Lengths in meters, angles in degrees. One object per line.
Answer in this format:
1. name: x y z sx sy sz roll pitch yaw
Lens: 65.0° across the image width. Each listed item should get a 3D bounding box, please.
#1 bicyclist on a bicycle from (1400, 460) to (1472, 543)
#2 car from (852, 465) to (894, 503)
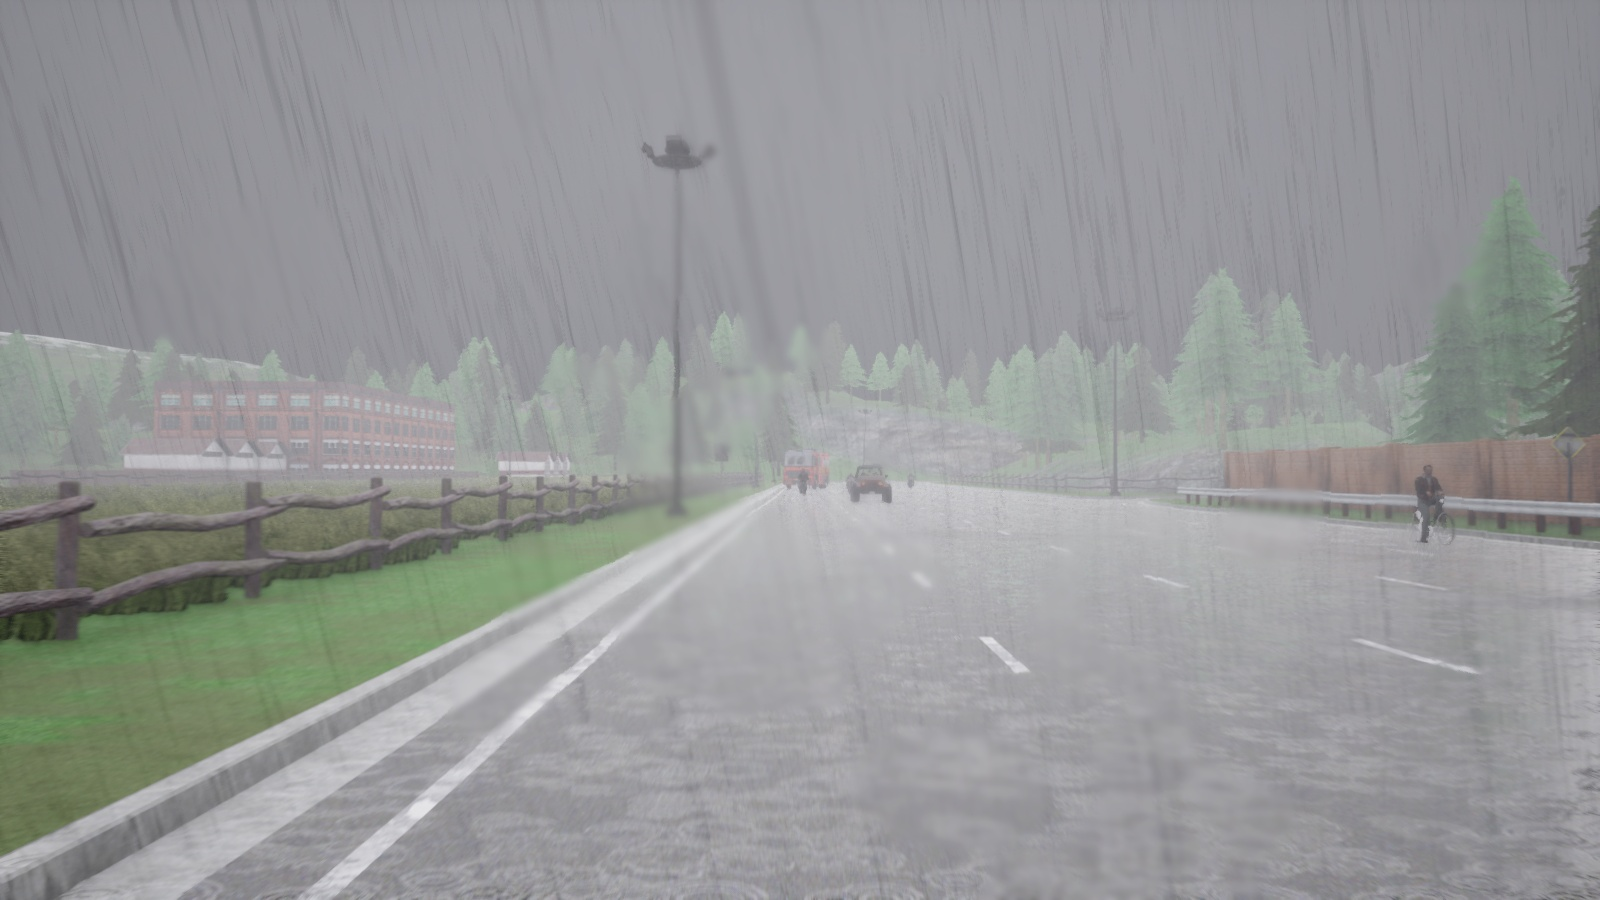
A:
1. bicyclist on a bicycle: 14.066 1.113 27.831 0.659 1.776 1.843 0 -1 0
2. car: 3.679 1.703 63.865 1.905 1.878 3.866 0 -1 0
